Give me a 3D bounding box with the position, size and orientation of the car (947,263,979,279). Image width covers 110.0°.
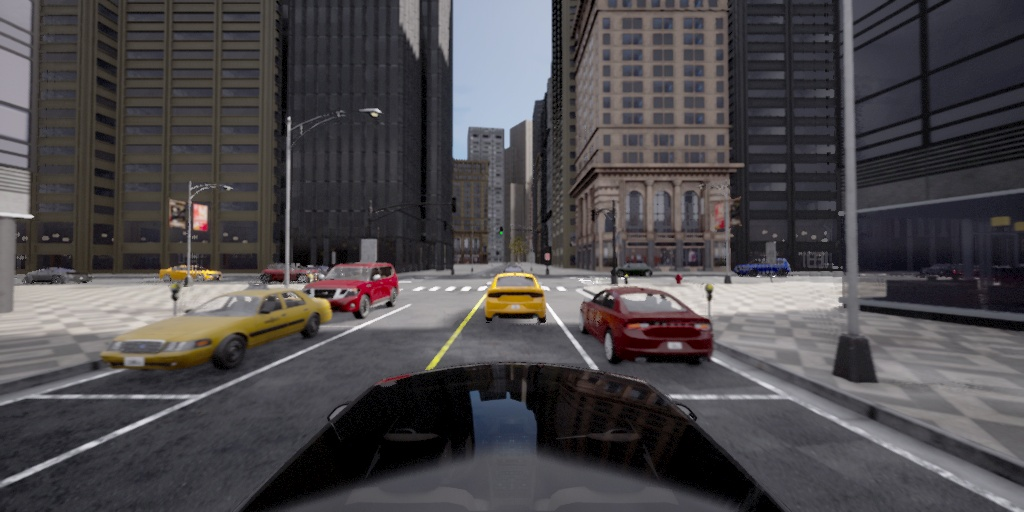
[{"bbox_3d":[45.067,1.570,33.993,4.718,1.301,1.895,0,-1,0],"label":"car"}]

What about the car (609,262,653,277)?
[{"bbox_3d":[13.407,1.513,40.659,4.553,1.767,2.097,0,-1,0],"label":"car"}]

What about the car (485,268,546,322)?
[{"bbox_3d":[0.100,1.344,12.815,1.882,1.535,5.008,0,-1,0],"label":"car"}]

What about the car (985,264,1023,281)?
[{"bbox_3d":[44.235,1.403,30.754,4.902,1.511,2.128,0,-1,1],"label":"car"}]

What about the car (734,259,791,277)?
[{"bbox_3d":[28.335,1.346,40.658,5.566,2.045,2.150,0,-1,0],"label":"car"}]

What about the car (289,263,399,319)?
[{"bbox_3d":[-5.845,1.190,13.586,2.192,1.841,5.009,0,0,0],"label":"car"}]

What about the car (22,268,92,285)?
[{"bbox_3d":[-38.889,1.727,30.734,4.181,1.385,1.994,0,-1,0],"label":"car"}]

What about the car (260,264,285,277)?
[{"bbox_3d":[-18.788,1.437,30.722,4.553,1.767,2.097,0,-1,0],"label":"car"}]

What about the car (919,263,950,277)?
[{"bbox_3d":[49.110,1.579,40.548,4.902,1.511,2.128,0,-1,0],"label":"car"}]

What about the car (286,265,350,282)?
[{"bbox_3d":[-18.250,1.634,33.966,4.902,1.511,2.128,0,-1,0],"label":"car"}]

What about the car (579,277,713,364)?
[{"bbox_3d":[2.675,1.361,8.117,1.888,1.381,4.507,0,0,0],"label":"car"}]

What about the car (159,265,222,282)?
[{"bbox_3d":[-30.363,1.667,33.972,5.008,1.535,1.882,0,-1,0],"label":"car"}]

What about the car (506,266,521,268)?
[{"bbox_3d":[0.126,1.544,29.377,2.033,1.411,5.357,0,-1,0],"label":"car"}]

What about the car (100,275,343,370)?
[{"bbox_3d":[-5.850,1.341,7.957,1.751,1.417,4.829,0,0,0],"label":"car"}]
